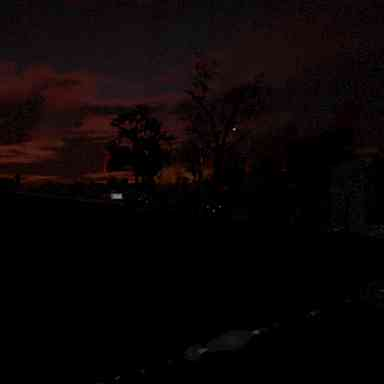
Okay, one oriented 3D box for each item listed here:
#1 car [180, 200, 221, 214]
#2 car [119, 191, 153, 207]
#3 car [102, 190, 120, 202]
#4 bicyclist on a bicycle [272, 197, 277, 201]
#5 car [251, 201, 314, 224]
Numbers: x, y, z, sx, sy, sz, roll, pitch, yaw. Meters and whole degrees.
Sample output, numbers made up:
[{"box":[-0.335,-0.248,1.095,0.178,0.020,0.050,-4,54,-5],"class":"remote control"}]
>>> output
[{"box":[0.805,1.428,33.084,1.895,1.301,4.718,0,1,-35],"class":"car"},{"box":[-7.343,0.870,44.803,2.150,2.045,5.566,0,1,-35],"class":"car"},{"box":[-14.441,0.667,59.934,2.150,2.045,5.566,0,1,-35],"class":"car"},{"box":[8.167,1.356,32.980,1.656,1.620,0.582,0,1,-35],"class":"bicyclist on a bicycle"},{"box":[6.630,1.432,24.727,1.882,1.535,5.008,0,1,-35],"class":"car"}]
